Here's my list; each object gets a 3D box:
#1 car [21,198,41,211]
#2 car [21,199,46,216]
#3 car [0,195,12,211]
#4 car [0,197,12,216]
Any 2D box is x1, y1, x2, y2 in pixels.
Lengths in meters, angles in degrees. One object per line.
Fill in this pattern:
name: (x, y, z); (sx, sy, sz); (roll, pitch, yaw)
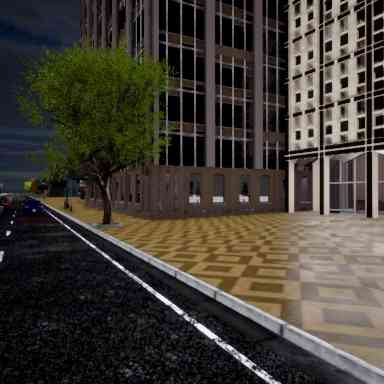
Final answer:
car: (-20.103, 1.545, 41.481); (2.033, 1.411, 5.357); (0, 0, -27)
car: (-15.573, 1.525, 32.660); (1.812, 1.442, 4.674); (0, 0, -27)
car: (-23.929, 1.350, 41.923); (2.097, 1.767, 4.553); (0, 0, -27)
car: (-18.605, 1.491, 31.565); (2.128, 1.511, 4.902); (0, 0, -27)
